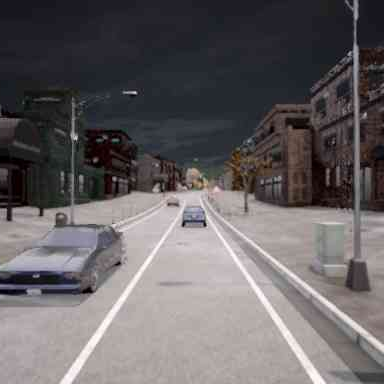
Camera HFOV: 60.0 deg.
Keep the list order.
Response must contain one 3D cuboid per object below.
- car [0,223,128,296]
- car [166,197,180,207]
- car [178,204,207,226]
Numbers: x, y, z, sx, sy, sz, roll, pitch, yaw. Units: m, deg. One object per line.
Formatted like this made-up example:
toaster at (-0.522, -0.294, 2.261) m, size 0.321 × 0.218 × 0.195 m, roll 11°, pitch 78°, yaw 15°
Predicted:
car at (-3.078, 1.600, 9.155) m, size 2.033 × 1.411 × 5.357 m, roll 0°, pitch -1°, yaw 0°
car at (-2.925, 1.523, 51.837) m, size 1.882 × 1.535 × 5.008 m, roll 0°, pitch 2°, yaw 1°
car at (0.173, 1.780, 25.764) m, size 2.033 × 1.411 × 5.357 m, roll 0°, pitch -1°, yaw 0°
